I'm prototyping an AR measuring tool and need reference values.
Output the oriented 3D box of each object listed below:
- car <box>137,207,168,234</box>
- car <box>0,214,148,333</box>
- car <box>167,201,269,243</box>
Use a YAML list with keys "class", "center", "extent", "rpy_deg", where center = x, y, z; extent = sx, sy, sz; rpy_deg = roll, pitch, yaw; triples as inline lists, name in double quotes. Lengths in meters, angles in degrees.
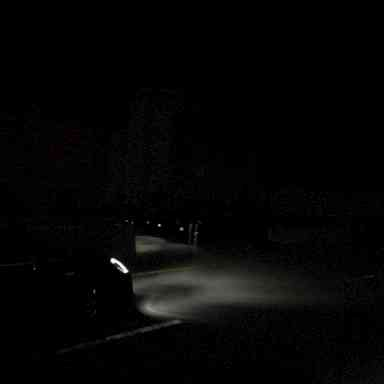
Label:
- class: "car"
  center: [-0.292, 1.551, 20.854]
  extent: [5.566, 2.045, 2.150]
  rpy_deg: [4, -2, -35]
- class: "car"
  center: [-3.323, 1.354, 5.675]
  extent: [4.553, 1.767, 2.097]
  rpy_deg: [0, 0, -35]
- class: "car"
  center: [1.752, 1.604, 18.013]
  extent: [5.566, 2.045, 2.150]
  rpy_deg: [4, -2, -35]
